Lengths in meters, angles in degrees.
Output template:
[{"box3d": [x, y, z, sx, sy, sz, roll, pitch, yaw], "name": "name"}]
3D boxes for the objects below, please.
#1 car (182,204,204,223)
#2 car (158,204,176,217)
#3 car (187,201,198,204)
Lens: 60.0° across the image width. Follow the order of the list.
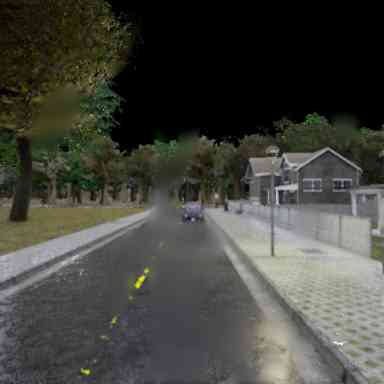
[{"box3d": [0.093, 2.038, 29.963, 1.895, 1.301, 4.718, 0, -1, 0], "name": "car"}, {"box3d": [-2.857, 2.116, 38.738, 2.033, 1.411, 5.357, 0, -1, 0], "name": "car"}, {"box3d": [0.091, 1.973, 42.165, 2.097, 1.767, 4.553, 0, -1, 0], "name": "car"}]
